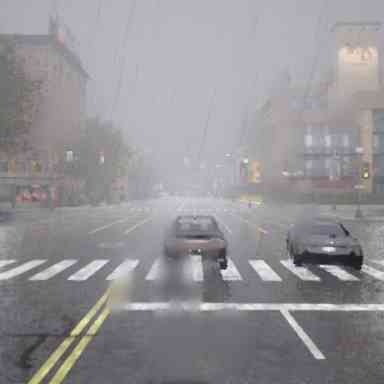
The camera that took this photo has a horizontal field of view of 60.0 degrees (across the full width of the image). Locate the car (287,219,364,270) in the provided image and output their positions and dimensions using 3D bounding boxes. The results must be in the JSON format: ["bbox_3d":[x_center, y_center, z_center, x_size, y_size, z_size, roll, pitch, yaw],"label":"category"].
[{"bbox_3d":[4.386,1.600,11.390,1.994,1.385,4.181,0,0,14],"label":"car"}]

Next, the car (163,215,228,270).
[{"bbox_3d":[0.102,1.528,11.188,2.128,1.511,4.902,0,0,0],"label":"car"}]
